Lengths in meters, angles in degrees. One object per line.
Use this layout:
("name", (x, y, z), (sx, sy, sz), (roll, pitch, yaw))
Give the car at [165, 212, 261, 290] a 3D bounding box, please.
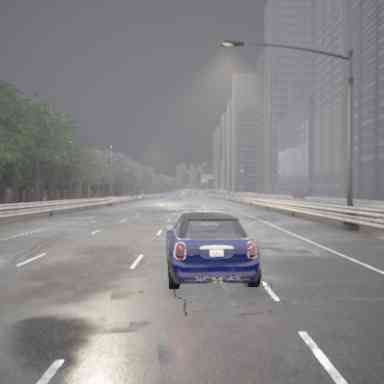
("car", (0.352, 1.325, 9.233), (2.097, 1.767, 4.553), (0, 0, -5))
